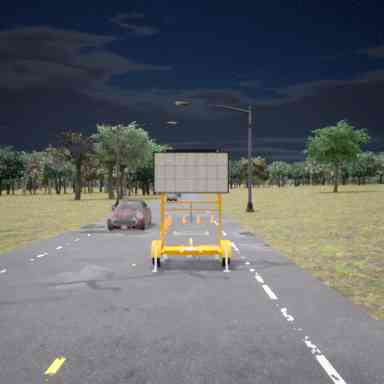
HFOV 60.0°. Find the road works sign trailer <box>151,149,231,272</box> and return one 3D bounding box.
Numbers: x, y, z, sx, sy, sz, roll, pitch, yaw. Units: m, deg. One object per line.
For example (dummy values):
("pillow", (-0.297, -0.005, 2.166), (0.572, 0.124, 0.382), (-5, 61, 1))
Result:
("road works sign trailer", (-0.026, 0.445, 10.692), (2.380, 3.560, 2.880), (0, 0, 0))

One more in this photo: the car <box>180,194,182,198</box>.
("car", (-3.730, 0.881, 90.679), (2.033, 1.411, 5.357), (0, 1, 0))

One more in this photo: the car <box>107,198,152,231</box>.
("car", (-3.650, 1.293, 20.114), (2.097, 1.767, 4.553), (0, 0, 0))

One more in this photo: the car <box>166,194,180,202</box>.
("car", (-3.721, 1.116, 61.065), (1.882, 1.535, 5.008), (0, 1, 0))
